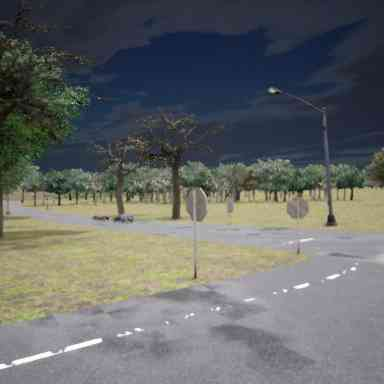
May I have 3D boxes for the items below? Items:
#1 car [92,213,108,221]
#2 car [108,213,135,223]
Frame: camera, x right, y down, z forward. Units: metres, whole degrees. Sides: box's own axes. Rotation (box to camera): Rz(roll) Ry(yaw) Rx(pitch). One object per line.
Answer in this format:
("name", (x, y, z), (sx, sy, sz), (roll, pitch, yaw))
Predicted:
("car", (-16.753, 4.573, 60.980), (1.895, 1.301, 4.718), (-2, -1, -34))
("car", (-10.816, 4.081, 52.341), (2.033, 1.411, 5.357), (-2, -2, -34))
